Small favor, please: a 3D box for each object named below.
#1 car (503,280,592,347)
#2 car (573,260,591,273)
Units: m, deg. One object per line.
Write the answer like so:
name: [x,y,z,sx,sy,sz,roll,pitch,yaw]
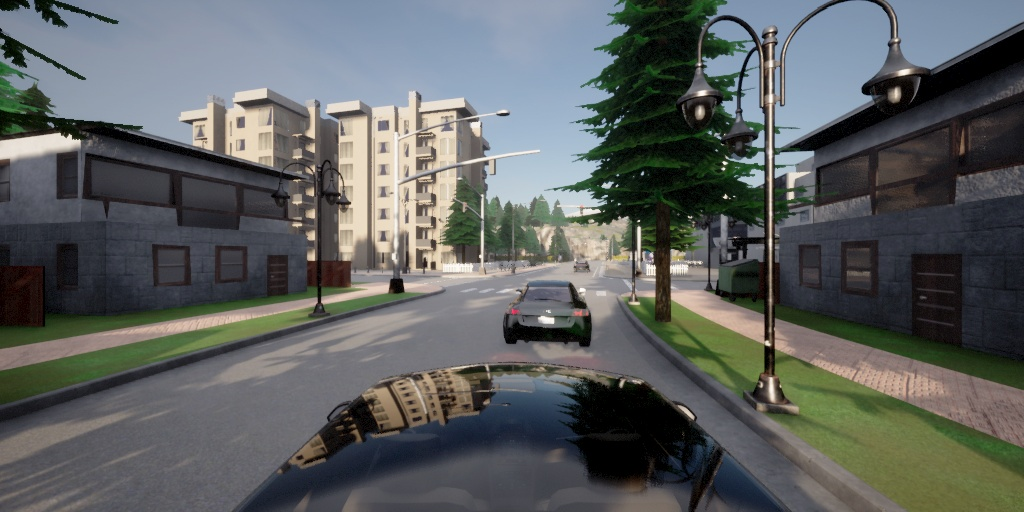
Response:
car: [1.005,1.314,9.454,1.994,1.385,4.181,0,0,8]
car: [8.776,1.276,44.988,2.128,1.511,4.902,0,0,14]
